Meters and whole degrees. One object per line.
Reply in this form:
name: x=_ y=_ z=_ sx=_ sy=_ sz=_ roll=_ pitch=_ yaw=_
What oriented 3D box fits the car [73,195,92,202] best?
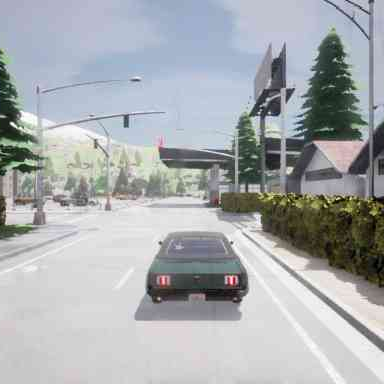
car: x=-23.999 y=1.320 z=73.041 sx=3.633 sy=1.501 sz=1.845 roll=0 pitch=0 yaw=0

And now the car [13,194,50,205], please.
car: x=-24.633 y=1.097 z=50.588 sx=4.605 sy=1.855 sz=1.932 roll=0 pitch=0 yaw=0

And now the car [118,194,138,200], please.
car: x=-16.388 y=1.330 z=84.927 sx=5.027 sy=1.636 sz=2.152 roll=0 pitch=0 yaw=0

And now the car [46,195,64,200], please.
car: x=-35.054 y=1.384 z=84.975 sx=3.806 sy=1.475 sz=1.970 roll=0 pitch=0 yaw=0

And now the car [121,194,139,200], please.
car: x=-16.457 y=1.340 z=88.064 sx=4.514 sy=1.523 sz=2.007 roll=0 pitch=0 yaw=0

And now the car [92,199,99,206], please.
car: x=-16.154 y=1.361 z=50.671 sx=3.806 sy=1.475 sz=1.970 roll=0 pitch=0 yaw=0

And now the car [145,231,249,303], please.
car: x=0.099 y=1.601 z=8.155 sx=1.895 sy=1.301 sz=4.718 roll=0 pitch=0 yaw=0

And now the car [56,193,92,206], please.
car: x=-16.747 y=1.077 z=47.343 sx=3.866 sy=1.878 sz=1.905 roll=0 pitch=0 yaw=0

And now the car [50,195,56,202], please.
car: x=-23.988 y=1.298 z=63.048 sx=4.514 sy=1.523 sz=2.007 roll=0 pitch=0 yaw=0
